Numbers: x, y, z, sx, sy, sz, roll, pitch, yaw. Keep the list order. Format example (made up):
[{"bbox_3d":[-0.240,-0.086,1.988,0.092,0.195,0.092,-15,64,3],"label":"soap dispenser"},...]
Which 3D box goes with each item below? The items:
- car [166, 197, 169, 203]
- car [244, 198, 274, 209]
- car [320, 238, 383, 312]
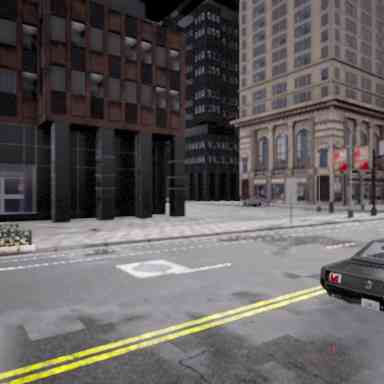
[{"bbox_3d":[-3.927,1.699,66.868,1.994,1.385,4.181,0,0,-35],"label":"car"},{"bbox_3d":[9.538,1.594,47.743,2.128,1.511,4.902,0,0,-35],"label":"car"},{"bbox_3d":[4.810,1.614,6.887,4.718,1.301,1.895,0,0,-36],"label":"car"}]
